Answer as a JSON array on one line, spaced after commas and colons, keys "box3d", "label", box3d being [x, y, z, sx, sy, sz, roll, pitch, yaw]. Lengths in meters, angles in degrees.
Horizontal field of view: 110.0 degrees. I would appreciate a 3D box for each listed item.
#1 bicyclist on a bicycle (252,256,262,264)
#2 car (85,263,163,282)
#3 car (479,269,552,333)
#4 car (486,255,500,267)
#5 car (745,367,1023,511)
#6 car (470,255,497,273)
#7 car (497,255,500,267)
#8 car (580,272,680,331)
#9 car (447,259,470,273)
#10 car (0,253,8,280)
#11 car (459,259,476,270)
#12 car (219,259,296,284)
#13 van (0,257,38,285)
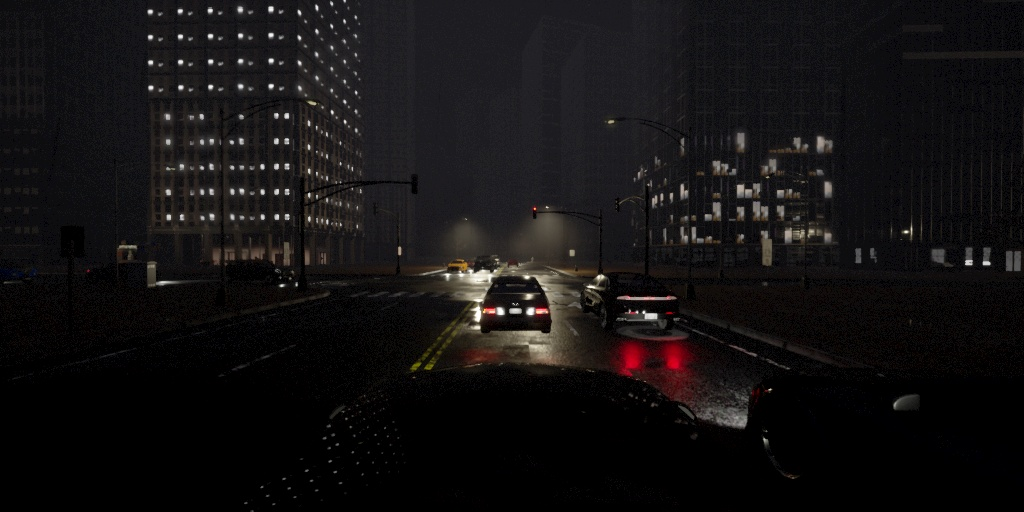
[{"box3d": [-24.650, 0.867, 34.688, 0.582, 1.620, 1.656, 0, 1, 2], "label": "bicyclist on a bicycle"}, {"box3d": [-28.115, 1.188, 26.049, 4.181, 1.385, 1.994, 0, 0, 2], "label": "car"}, {"box3d": [0.113, 1.294, 10.645, 2.033, 1.411, 5.357, 0, 0, 1], "label": "car"}, {"box3d": [-3.236, 0.896, 63.038, 2.150, 2.045, 5.566, 0, 0, 0], "label": "car"}, {"box3d": [3.353, 1.314, 1.900, 1.994, 1.385, 4.181, 0, 0, 0], "label": "car"}, {"box3d": [-3.280, 0.937, 42.856, 2.150, 2.045, 5.566, 0, 0, 0], "label": "car"}, {"box3d": [-3.262, 1.048, 52.810, 2.097, 1.767, 4.553, 0, 0, 0], "label": "car"}, {"box3d": [3.361, 1.238, 11.056, 2.128, 1.511, 4.902, 0, 0, 0], "label": "car"}, {"box3d": [-6.529, 1.193, 43.182, 1.882, 1.535, 5.008, 0, 0, 0], "label": "car"}, {"box3d": [-41.284, 0.784, 26.407, 5.566, 2.045, 2.150, 0, 0, 2], "label": "car"}, {"box3d": [-6.511, 1.223, 52.593, 1.812, 1.442, 4.674, 0, 0, 0], "label": "car"}, {"box3d": [-18.173, 1.023, 25.800, 4.553, 1.767, 2.097, 0, 0, 1], "label": "car"}, {"box3d": [-33.899, 0.959, 23.614, 3.998, 1.789, 1.690, 0, 0, 2], "label": "van"}]
